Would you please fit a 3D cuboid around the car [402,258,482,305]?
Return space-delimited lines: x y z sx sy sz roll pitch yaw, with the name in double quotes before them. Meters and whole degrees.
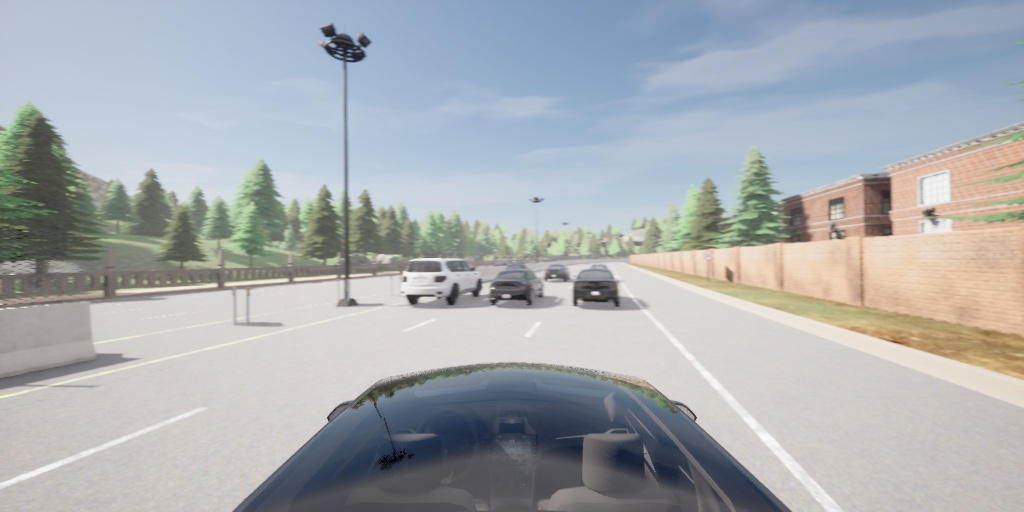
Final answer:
"car" -3.158 1.122 17.305 2.150 2.045 5.566 -1 0 13

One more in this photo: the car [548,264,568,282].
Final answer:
"car" 3.965 1.441 31.165 1.812 1.442 4.674 -1 0 15

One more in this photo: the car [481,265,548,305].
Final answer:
"car" 0.326 1.364 16.792 1.837 1.490 4.892 -1 0 13

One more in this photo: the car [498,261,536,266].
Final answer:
"car" 0.561 1.473 31.987 1.837 1.490 4.892 -1 0 15

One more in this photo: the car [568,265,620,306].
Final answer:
"car" 3.775 1.285 16.160 1.882 1.535 5.008 -1 0 13
